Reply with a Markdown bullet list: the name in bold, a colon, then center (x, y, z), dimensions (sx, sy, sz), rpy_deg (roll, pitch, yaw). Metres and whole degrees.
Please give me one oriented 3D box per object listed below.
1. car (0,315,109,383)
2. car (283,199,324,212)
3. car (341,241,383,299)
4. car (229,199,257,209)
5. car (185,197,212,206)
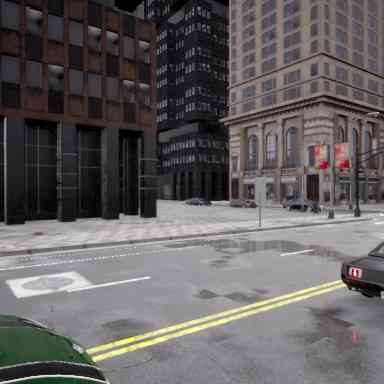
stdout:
- **car**: center (-2.609, 1.352, 1.575), dimensions (4.553, 1.767, 2.097), rpy_deg (0, 0, -36)
- **car**: center (12.736, 1.528, 38.241), dimensions (2.128, 1.511, 4.902), rpy_deg (0, 0, -35)
- **car**: center (5.378, 1.603, 7.281), dimensions (4.718, 1.301, 1.895), rpy_deg (0, 0, -35)
- **car**: center (7.067, 1.611, 46.241), dimensions (1.994, 1.385, 4.181), rpy_deg (0, 0, -36)
- **car**: center (1.000, 1.608, 54.833), dimensions (2.033, 1.411, 5.357), rpy_deg (0, 0, -36)
